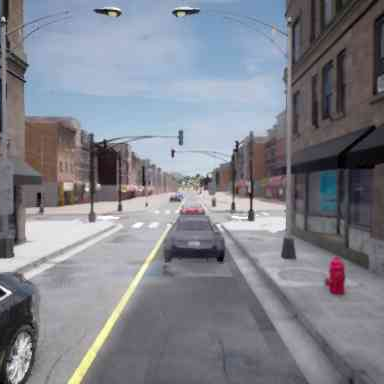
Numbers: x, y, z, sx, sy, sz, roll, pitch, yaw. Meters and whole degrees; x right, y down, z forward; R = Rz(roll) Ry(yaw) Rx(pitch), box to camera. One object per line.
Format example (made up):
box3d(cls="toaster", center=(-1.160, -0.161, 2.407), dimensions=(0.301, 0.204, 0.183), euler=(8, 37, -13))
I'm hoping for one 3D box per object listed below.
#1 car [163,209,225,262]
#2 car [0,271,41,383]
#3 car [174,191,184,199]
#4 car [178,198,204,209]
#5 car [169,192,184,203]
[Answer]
box3d(cls="car", center=(0.068, 1.510, 11.984), dimensions=(1.994, 1.385, 4.181), euler=(0, 0, 0))
box3d(cls="car", center=(-2.846, 1.496, 2.379), dimensions=(1.837, 1.490, 4.892), euler=(0, 0, 0))
box3d(cls="car", center=(-2.862, 0.680, 73.802), dimensions=(1.882, 1.535, 5.008), euler=(0, 1, 0))
box3d(cls="car", center=(0.018, 1.438, 26.360), dimensions=(1.895, 1.301, 4.718), euler=(-1, 1, 0))
box3d(cls="car", center=(-2.891, 1.127, 57.424), dimensions=(1.895, 1.301, 4.718), euler=(0, 1, 0))
